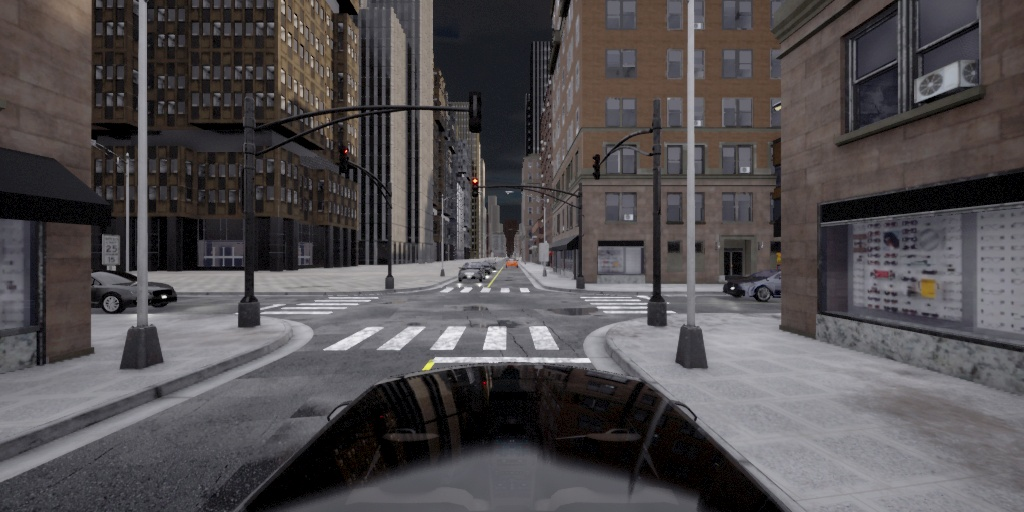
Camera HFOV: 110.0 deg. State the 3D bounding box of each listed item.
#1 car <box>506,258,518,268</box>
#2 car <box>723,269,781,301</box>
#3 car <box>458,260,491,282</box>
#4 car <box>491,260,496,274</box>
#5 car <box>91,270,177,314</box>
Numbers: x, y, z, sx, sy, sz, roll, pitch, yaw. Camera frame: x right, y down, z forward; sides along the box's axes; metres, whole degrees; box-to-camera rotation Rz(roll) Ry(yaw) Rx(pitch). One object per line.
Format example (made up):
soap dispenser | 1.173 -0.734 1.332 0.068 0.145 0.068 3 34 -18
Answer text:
car | -0.025 1.103 61.640 2.097 1.767 4.553 0 0 0
car | 12.220 1.314 16.648 4.181 1.385 1.994 0 0 -1
car | -3.155 1.243 28.906 2.128 1.511 4.902 0 0 0
car | -3.177 1.299 39.312 2.033 1.411 5.357 0 0 0
car | -15.259 1.259 13.210 4.892 1.490 1.837 0 0 -1
